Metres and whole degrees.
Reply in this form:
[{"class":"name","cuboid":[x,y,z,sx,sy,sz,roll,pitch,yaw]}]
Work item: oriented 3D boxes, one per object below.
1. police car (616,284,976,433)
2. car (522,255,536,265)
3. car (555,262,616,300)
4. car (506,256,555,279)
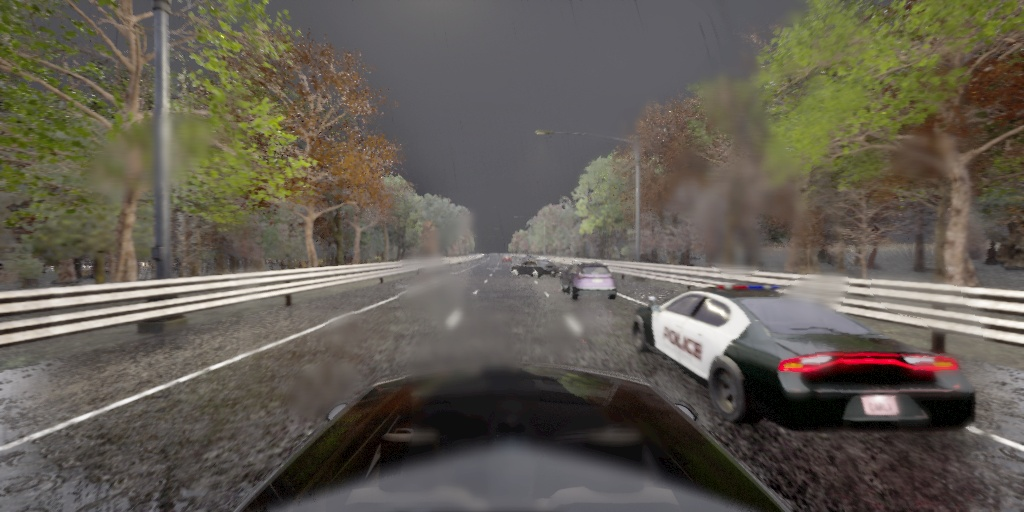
[{"class":"police car","cuboid":[3.500,1.221,5.816,2.038,1.542,4.974,0,0,0]},{"class":"car","cuboid":[2.836,0.697,60.996,2.033,1.649,4.856,0,0,-1]},{"class":"car","cuboid":[3.460,1.059,16.852,2.033,1.649,4.856,0,0,0]},{"class":"car","cuboid":[1.824,1.028,29.926,1.837,1.490,4.892,0,0,-34]}]
